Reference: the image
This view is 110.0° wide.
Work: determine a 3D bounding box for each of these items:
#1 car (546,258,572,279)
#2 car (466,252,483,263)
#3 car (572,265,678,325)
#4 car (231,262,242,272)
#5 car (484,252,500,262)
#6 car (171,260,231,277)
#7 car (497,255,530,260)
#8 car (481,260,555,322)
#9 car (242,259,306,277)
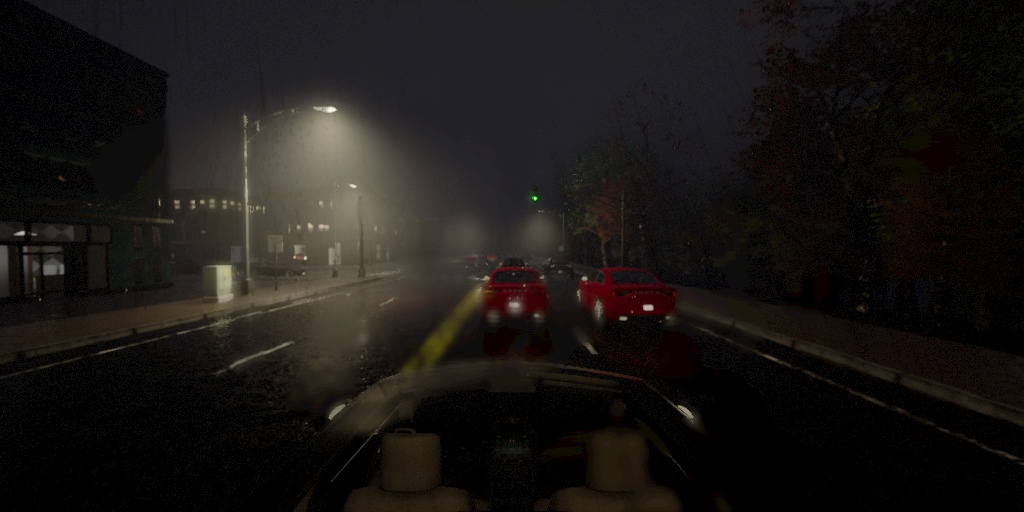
[{"bbox_3d":[3.347,0.868,26.325,2.128,1.511,4.902,0,1,0],"label":"car"},{"bbox_3d":[-6.551,0.450,60.632,1.895,1.301,4.718,0,1,1],"label":"car"},{"bbox_3d":[3.350,1.083,11.269,1.882,1.535,5.008,0,1,0],"label":"car"},{"bbox_3d":[-28.285,0.995,39.108,4.403,1.370,2.007,0,0,0],"label":"car"},{"bbox_3d":[-3.303,0.372,60.836,1.812,1.442,4.674,0,1,1],"label":"car"},{"bbox_3d":[-29.405,1.129,33.307,4.674,1.442,1.812,-1,1,0],"label":"car"},{"bbox_3d":[0.097,0.879,26.495,1.837,1.490,4.892,0,1,0],"label":"car"},{"bbox_3d":[0.099,1.077,11.610,1.882,1.535,5.008,0,1,0],"label":"car"},{"bbox_3d":[-19.951,1.128,30.598,4.313,1.339,1.948,0,0,0],"label":"car"}]
